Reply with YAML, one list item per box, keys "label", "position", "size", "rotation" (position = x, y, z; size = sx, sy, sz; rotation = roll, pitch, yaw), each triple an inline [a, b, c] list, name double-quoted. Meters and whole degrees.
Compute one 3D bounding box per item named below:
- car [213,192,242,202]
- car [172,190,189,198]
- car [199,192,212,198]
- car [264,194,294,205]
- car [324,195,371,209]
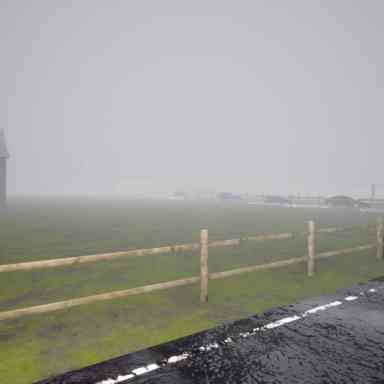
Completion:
- label: "car"
  position: [6.103, 0.752, 54.349]
  size: [1.882, 1.535, 5.008]
  rotation: [0, 1, -35]
- label: "car"
  position: [-2.497, 0.439, 72.587]
  size: [1.837, 1.490, 4.892]
  rotation: [0, 1, -36]
- label: "car"
  position: [3.422, 0.715, 64.456]
  size: [1.895, 1.301, 4.718]
  rotation: [0, 1, -36]
- label: "car"
  position: [11.996, 1.020, 46.096]
  size: [1.994, 1.385, 4.181]
  rotation: [0, 1, -34]
- label: "car"
  position: [17.711, 1.112, 38.062]
  size: [1.882, 1.535, 5.008]
  rotation: [0, 1, -35]
